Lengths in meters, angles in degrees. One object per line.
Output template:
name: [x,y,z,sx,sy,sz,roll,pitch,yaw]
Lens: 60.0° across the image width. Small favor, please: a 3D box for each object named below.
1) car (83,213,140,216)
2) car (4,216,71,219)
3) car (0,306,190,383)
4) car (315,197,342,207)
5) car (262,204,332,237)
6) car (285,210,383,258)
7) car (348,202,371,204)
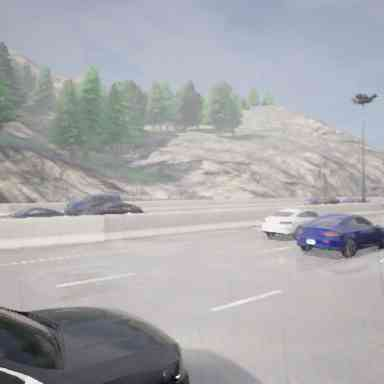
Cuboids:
car: [-6.148,1.559,25.843,4.892,1.490,1.837,0,0,-39]
car: [-9.142,1.609,19.113,4.181,1.385,1.994,0,0,-37]
car: [-2.266,1.512,2.234,4.892,1.490,1.837,0,0,-36]
car: [21.820,1.546,53.015,5.008,1.535,1.882,0,0,-39]
car: [5.508,1.550,17.026,4.674,1.442,1.812,0,0,-39]
car: [5.881,1.542,12.840,4.674,1.442,1.812,0,0,-39]
car: [22.442,1.617,44.519,4.181,1.385,1.994,0,0,-39]
